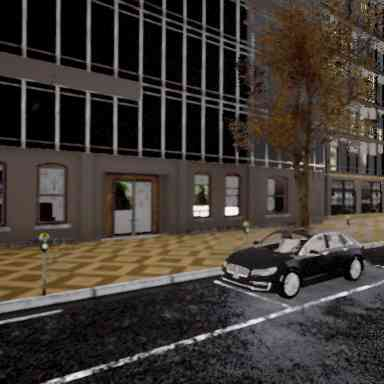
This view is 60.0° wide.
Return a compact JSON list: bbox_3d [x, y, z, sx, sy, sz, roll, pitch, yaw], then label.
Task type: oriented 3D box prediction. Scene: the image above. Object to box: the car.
[{"bbox_3d":[2.740,1.620,8.513,4.403,1.369,2.008,1,0,-35],"label":"car"}]
